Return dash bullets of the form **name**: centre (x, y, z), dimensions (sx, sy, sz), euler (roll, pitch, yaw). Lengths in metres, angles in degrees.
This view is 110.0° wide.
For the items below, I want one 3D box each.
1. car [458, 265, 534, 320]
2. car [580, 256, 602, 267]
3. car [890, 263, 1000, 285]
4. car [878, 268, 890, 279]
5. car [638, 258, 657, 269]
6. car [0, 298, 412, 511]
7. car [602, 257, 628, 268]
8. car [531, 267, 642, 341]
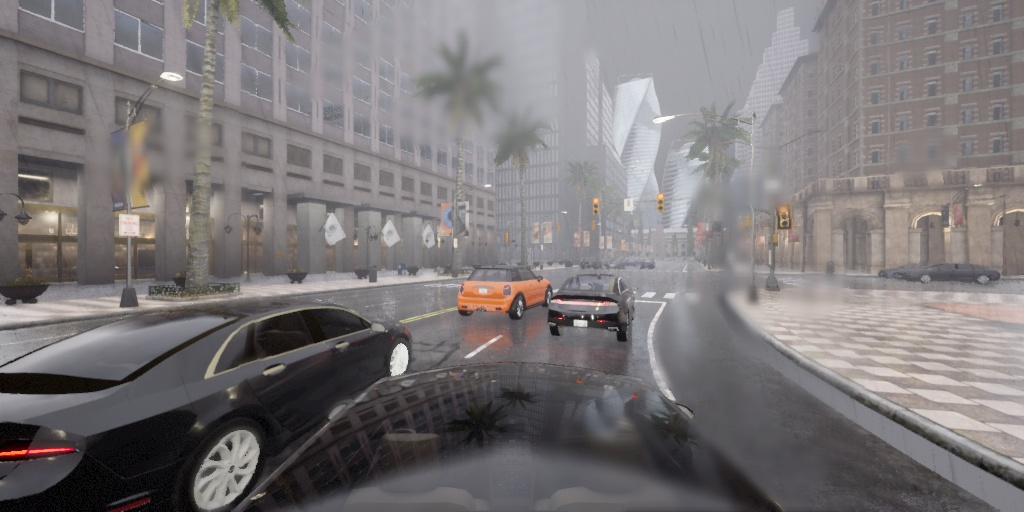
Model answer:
- **car**: centre (-0.051, 1.102, 13.028), dimensions (2.097, 1.767, 4.553), euler (0, 0, 23)
- **car**: centre (11.849, 0.972, 53.389), dimensions (2.150, 2.045, 5.566), euler (0, 0, 27)
- **car**: centre (31.655, 1.251, 26.187), dimensions (4.892, 1.490, 1.837), euler (-1, -1, 25)
- **car**: centre (33.036, 1.313, 29.406), dimensions (4.181, 1.385, 1.994), euler (0, 0, 27)
- **car**: centre (21.513, 1.276, 56.591), dimensions (1.812, 1.442, 4.674), euler (0, 0, 27)
- **car**: centre (-2.853, 1.254, 4.263), dimensions (1.837, 1.490, 4.892), euler (0, 0, 8)
- **car**: centre (14.855, 1.242, 51.570), dimensions (2.128, 1.511, 4.902), euler (0, 0, 27)
- **car**: centre (2.374, 1.242, 9.999), dimensions (2.128, 1.511, 4.902), euler (0, 0, 22)
